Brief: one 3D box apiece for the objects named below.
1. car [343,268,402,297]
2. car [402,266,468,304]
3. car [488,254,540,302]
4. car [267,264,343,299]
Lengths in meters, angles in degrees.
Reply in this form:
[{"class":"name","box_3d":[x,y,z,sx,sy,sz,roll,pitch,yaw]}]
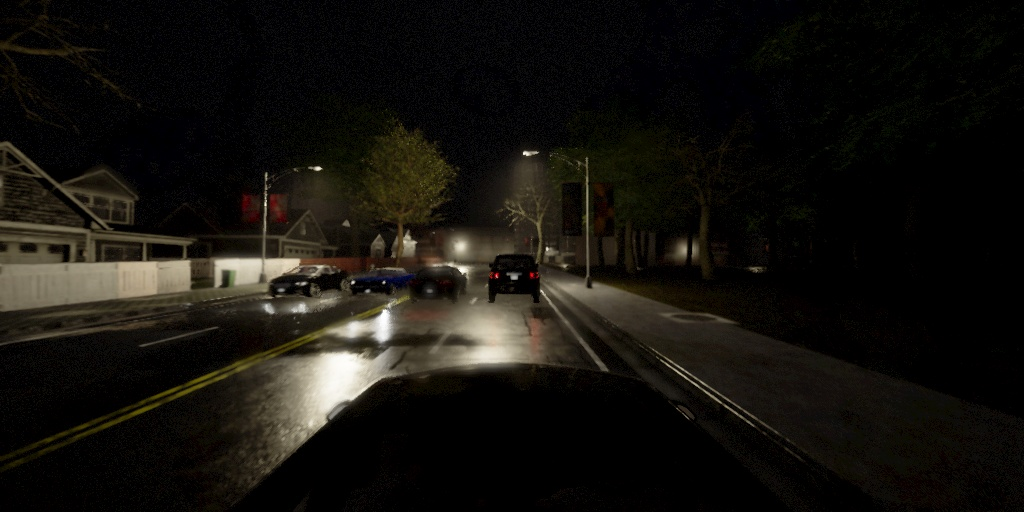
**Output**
[{"class":"car","box_3d":[-6.603,1.296,18.652,1.895,1.301,4.718,0,0,0]},{"class":"car","box_3d":[-3.157,1.179,16.206,1.882,1.535,5.008,0,0,0]},{"class":"car","box_3d":[0.090,0.922,16.607,2.150,2.045,5.566,0,0,0]},{"class":"car","box_3d":[-9.852,1.189,17.767,2.128,1.511,4.902,0,0,0]}]
